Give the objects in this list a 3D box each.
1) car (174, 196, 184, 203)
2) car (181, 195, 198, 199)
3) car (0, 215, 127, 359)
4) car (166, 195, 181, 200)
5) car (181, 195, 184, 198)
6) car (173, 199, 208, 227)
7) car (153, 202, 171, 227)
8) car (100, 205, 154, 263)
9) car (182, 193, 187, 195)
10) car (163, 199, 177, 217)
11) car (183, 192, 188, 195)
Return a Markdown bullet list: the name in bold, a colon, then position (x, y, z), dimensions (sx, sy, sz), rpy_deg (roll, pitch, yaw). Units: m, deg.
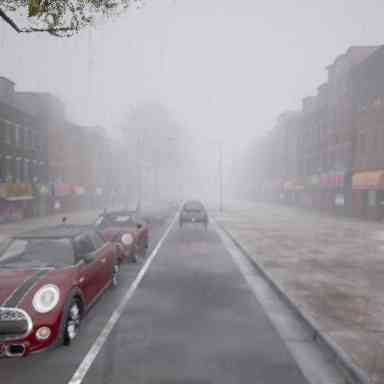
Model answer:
- **car**: position (-2.649, 1.524, 66.970), dimensions (1.802, 1.307, 4.206), rpy_deg (-1, 0, 0)
- **car**: position (0.097, 1.501, 42.255), dimensions (2.128, 1.511, 4.902), rpy_deg (0, 0, 0)
- **car**: position (-2.648, 1.427, 6.095), dimensions (1.967, 1.590, 4.097), rpy_deg (-1, 0, 0)
- **car**: position (-2.652, 1.450, 39.294), dimensions (1.967, 1.590, 4.097), rpy_deg (-1, 0, 0)
- **car**: position (-2.650, 1.548, 50.364), dimensions (2.008, 1.369, 4.403), rpy_deg (-1, 0, 0)
- **car**: position (0.097, 1.486, 22.537), dimensions (2.128, 1.511, 4.902), rpy_deg (0, 0, 0)
- **car**: position (-2.650, 1.576, 22.690), dimensions (1.802, 1.307, 4.206), rpy_deg (-1, 0, 0)
- **car**: position (-2.649, 1.422, 11.627), dimensions (1.967, 1.590, 4.097), rpy_deg (-1, 0, 0)
- **car**: position (-2.650, 1.441, 78.037), dimensions (1.887, 1.381, 4.507), rpy_deg (-1, 0, 0)
- **car**: position (-2.651, 1.554, 28.224), dimensions (2.008, 1.369, 4.403), rpy_deg (-1, 0, 0)
- **car**: position (-2.649, 1.431, 83.575), dimensions (1.947, 1.339, 4.313), rpy_deg (0, 0, 0)
